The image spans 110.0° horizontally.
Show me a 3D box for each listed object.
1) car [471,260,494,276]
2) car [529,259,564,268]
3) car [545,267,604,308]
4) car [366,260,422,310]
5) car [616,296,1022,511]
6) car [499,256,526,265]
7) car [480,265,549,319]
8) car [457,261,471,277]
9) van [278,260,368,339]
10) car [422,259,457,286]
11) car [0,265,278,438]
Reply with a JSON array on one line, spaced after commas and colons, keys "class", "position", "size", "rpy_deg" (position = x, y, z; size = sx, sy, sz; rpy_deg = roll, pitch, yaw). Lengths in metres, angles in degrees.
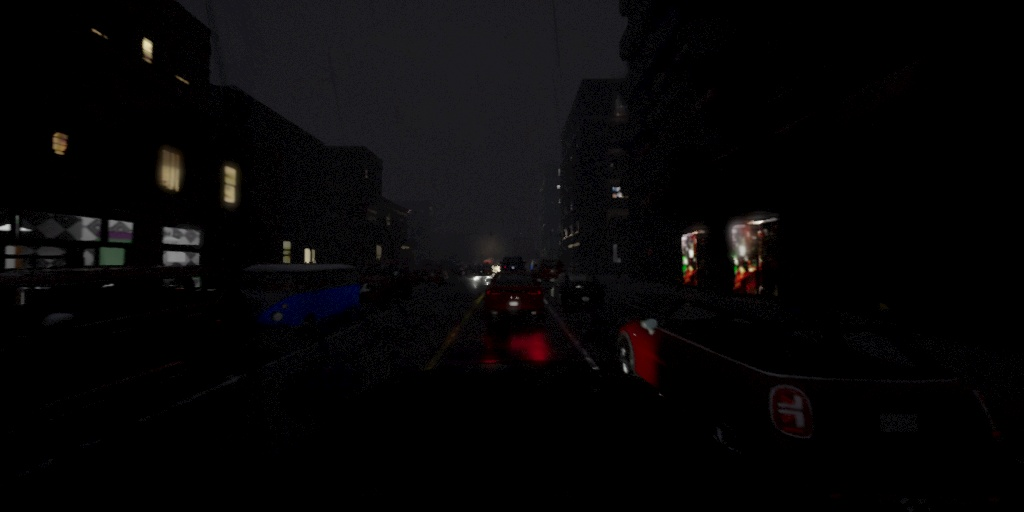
[{"class": "car", "position": [-3.103, 1.410, 38.311], "size": [1.994, 1.385, 4.181], "rpy_deg": [0, 0, 0]}, {"class": "car", "position": [2.684, 1.129, 26.076], "size": [2.192, 1.841, 5.009], "rpy_deg": [0, 0, 0]}, {"class": "car", "position": [2.688, 1.337, 15.262], "size": [2.007, 1.370, 4.403], "rpy_deg": [0, 0, 0]}, {"class": "car", "position": [-5.693, 1.101, 15.267], "size": [2.192, 1.841, 5.009], "rpy_deg": [0, 0, 0]}, {"class": "car", "position": [2.690, 1.197, 4.448], "size": [1.967, 1.591, 4.097], "rpy_deg": [0, 0, 0]}, {"class": "car", "position": [0.086, 1.050, 31.533], "size": [2.150, 2.045, 5.566], "rpy_deg": [0, 0, 0]}, {"class": "car", "position": [0.079, 1.258, 13.043], "size": [1.882, 1.535, 5.008], "rpy_deg": [0, 0, 0]}, {"class": "car", "position": [-5.699, 1.282, 36.896], "size": [1.967, 1.591, 4.097], "rpy_deg": [0, 0, 0]}, {"class": "van", "position": [-5.692, 1.113, 9.860], "size": [1.690, 1.789, 3.998], "rpy_deg": [0, 0, 0]}, {"class": "car", "position": [-5.696, 1.129, 26.081], "size": [2.192, 1.841, 5.009], "rpy_deg": [0, 0, 0]}, {"class": "car", "position": [-5.691, 1.072, 4.452], "size": [2.192, 1.841, 5.009], "rpy_deg": [0, 0, 0]}]
